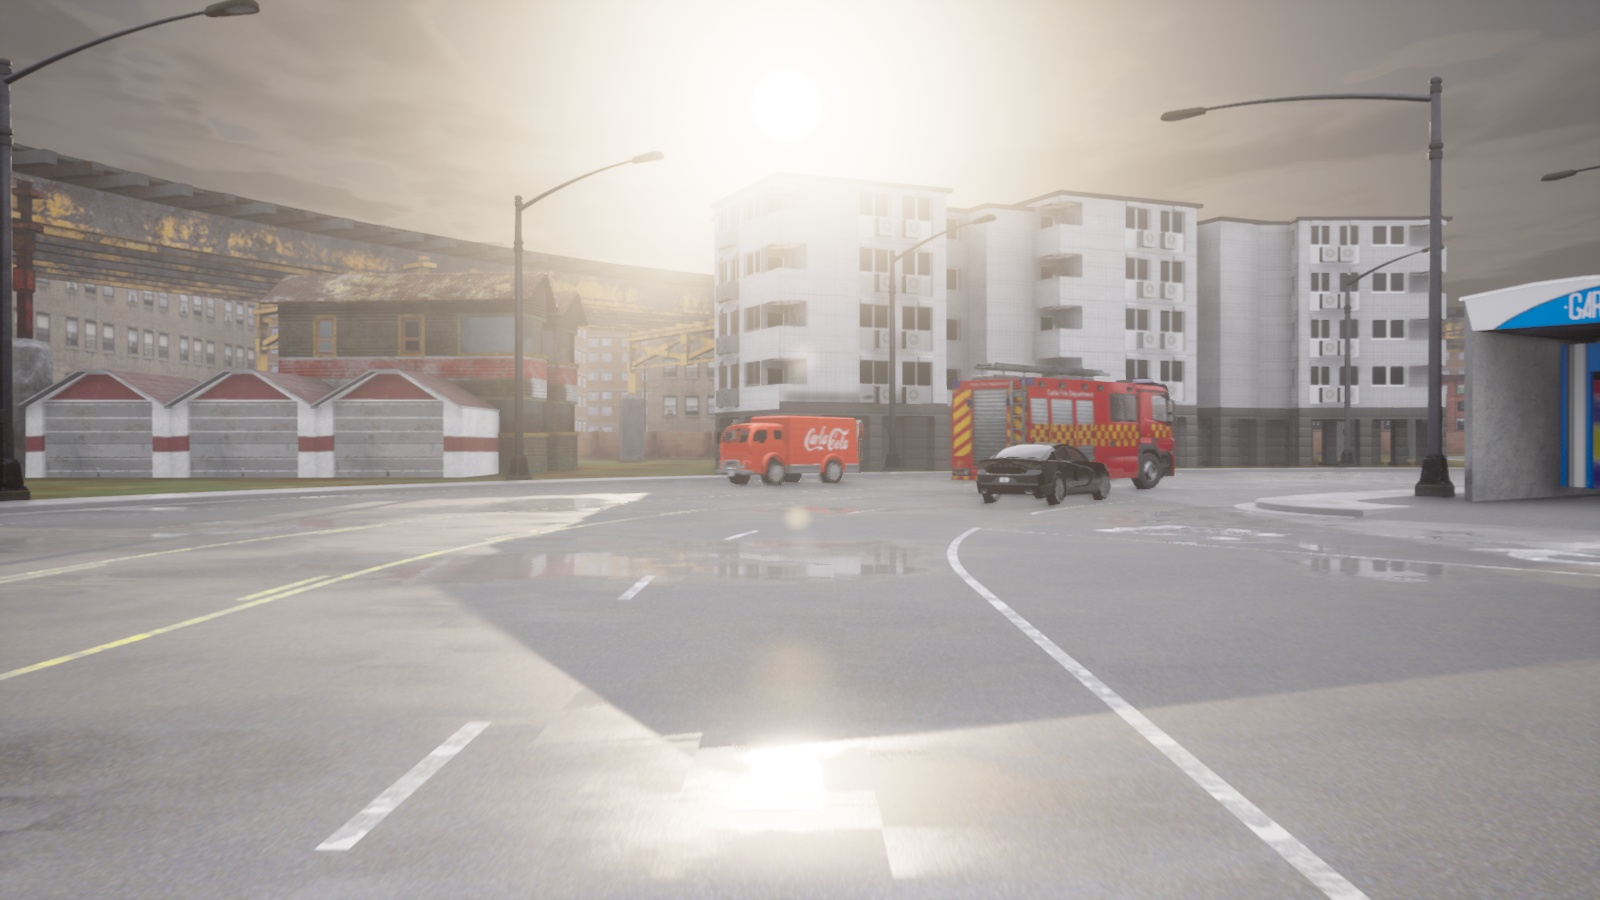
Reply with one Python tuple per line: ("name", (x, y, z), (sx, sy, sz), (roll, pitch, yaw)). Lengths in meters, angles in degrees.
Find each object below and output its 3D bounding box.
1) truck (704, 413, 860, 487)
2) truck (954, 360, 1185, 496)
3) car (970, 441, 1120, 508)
("truck", (-0.598, 0.010, 45.056), (5.204, 2.467, 2.627), (0, 0, -44))
("truck", (8.604, -0.632, 39.249), (8.468, 3.827, 2.891), (0, 0, -45))
("car", (6.253, 0.551, 31.624), (1.882, 1.535, 5.008), (0, 0, 34))
